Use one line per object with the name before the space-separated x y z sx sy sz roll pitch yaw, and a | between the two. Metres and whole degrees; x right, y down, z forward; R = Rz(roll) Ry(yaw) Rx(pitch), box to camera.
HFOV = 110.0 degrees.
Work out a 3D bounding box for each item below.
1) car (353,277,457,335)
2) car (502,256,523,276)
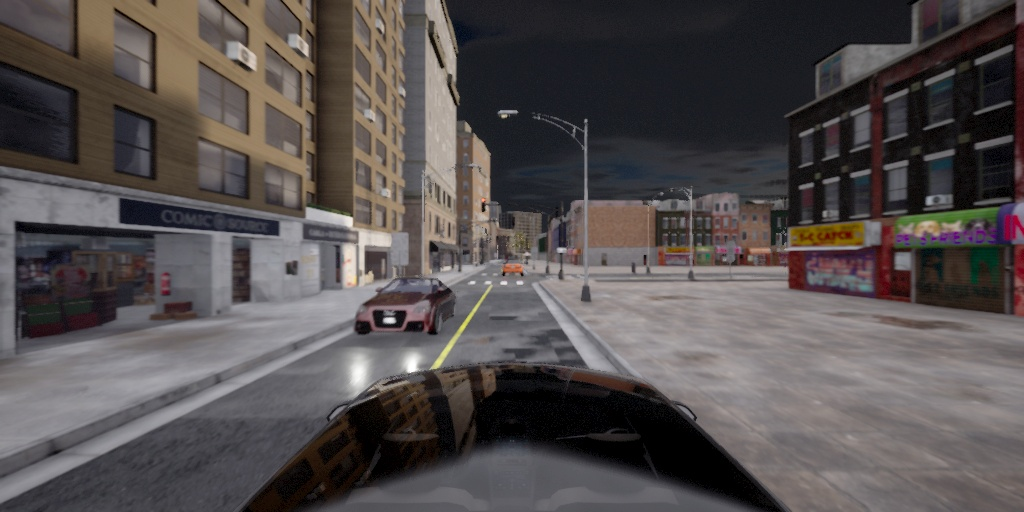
car | -2.828 1.309 10.335 1.994 1.385 4.181 0 0 1
car | 0.088 1.085 37.775 2.097 1.767 4.553 0 0 0
